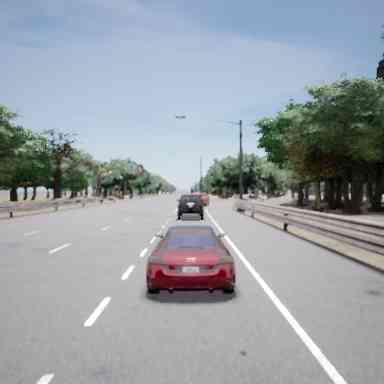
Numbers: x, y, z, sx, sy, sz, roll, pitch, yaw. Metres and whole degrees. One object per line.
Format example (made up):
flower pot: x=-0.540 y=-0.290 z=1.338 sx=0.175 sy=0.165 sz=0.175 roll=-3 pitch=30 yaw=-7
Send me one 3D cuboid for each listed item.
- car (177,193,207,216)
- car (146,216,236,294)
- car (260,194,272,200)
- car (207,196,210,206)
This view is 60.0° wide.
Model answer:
car: x=-0.114 y=1.198 z=29.067 sx=2.150 sy=2.045 sz=5.566 roll=0 pitch=0 yaw=0
car: x=-0.029 y=1.559 z=8.823 sx=1.994 sy=1.385 sz=4.181 roll=0 pitch=0 yaw=0
car: x=20.105 y=1.346 z=90.720 sx=1.812 sy=1.442 sz=4.674 roll=0 pitch=0 yaw=41
car: x=1.343 y=1.194 z=51.147 sx=2.150 sy=2.045 sz=5.566 roll=0 pitch=0 yaw=11
